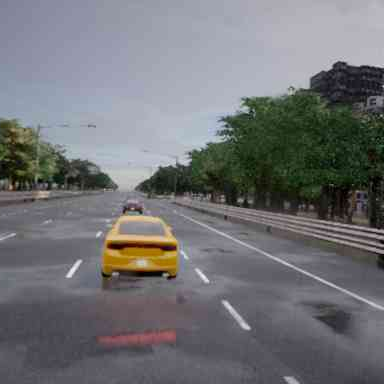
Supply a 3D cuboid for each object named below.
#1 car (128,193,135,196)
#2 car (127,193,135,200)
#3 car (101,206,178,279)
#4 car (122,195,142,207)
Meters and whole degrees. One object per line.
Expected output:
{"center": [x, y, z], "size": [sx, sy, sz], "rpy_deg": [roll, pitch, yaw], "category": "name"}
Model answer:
{"center": [-10.317, 1.325, 56.650], "size": [2.033, 1.411, 5.357], "rpy_deg": [4, 0, -11], "category": "car"}
{"center": [-15.488, 1.137, 84.297], "size": [1.882, 1.535, 5.008], "rpy_deg": [4, 0, -11], "category": "car"}
{"center": [-1.586, 1.454, 10.025], "size": [1.882, 1.535, 5.008], "rpy_deg": [4, 0, -11], "category": "car"}
{"center": [-6.052, 1.402, 33.883], "size": [1.812, 1.442, 4.674], "rpy_deg": [4, 0, -11], "category": "car"}
